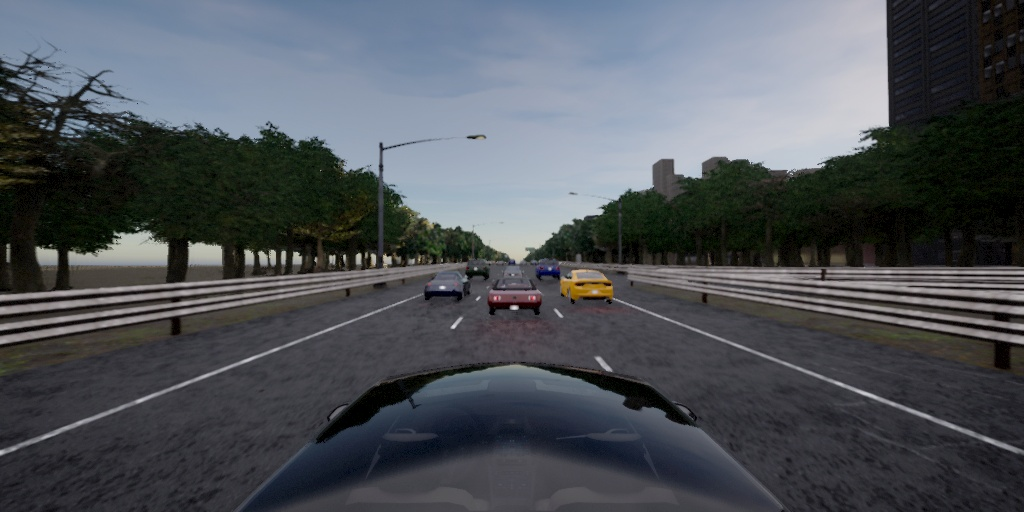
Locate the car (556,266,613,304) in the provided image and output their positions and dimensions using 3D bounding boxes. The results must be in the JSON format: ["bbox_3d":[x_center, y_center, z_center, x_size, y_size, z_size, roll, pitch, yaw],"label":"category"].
[{"bbox_3d":[3.590,1.436,17.996,1.882,1.535,5.008,0,-1,0],"label":"car"}]

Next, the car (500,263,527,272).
[{"bbox_3d":[0.088,1.629,31.854,2.033,1.411,5.357,0,0,0],"label":"car"}]

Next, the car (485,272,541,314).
[{"bbox_3d":[0.092,1.520,14.622,1.895,1.301,4.718,0,-1,0],"label":"car"}]

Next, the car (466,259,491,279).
[{"bbox_3d":[-3.416,1.337,36.445,2.150,2.045,5.566,0,0,0],"label":"car"}]

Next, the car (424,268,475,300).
[{"bbox_3d":[-3.410,1.540,19.583,1.994,1.385,4.181,0,-1,0],"label":"car"}]

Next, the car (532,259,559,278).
[{"bbox_3d":[3.585,1.337,36.489,2.150,2.045,5.566,0,0,0],"label":"car"}]
